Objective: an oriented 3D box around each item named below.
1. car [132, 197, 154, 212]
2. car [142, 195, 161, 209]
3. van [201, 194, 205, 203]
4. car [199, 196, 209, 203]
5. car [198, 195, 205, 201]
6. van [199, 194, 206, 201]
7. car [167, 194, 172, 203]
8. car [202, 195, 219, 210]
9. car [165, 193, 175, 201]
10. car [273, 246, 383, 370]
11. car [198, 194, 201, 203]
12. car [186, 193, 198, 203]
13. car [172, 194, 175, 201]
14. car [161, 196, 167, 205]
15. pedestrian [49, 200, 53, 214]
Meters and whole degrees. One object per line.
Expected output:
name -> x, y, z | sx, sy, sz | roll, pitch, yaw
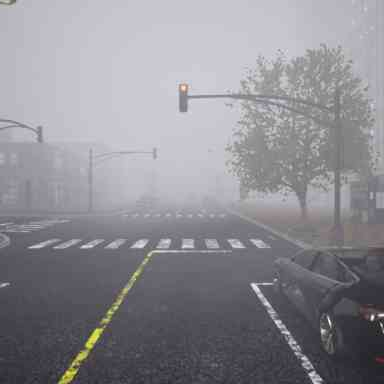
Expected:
car -> -5.749, 1.584, 38.186 | 1.802, 1.307, 4.206 | 0, 0, 0
car -> -5.757, 1.318, 43.737 | 2.192, 1.841, 5.009 | 0, 0, 0
van -> 2.614, 1.345, 49.305 | 1.690, 1.788, 3.998 | 0, 0, 0
car -> 2.577, 1.572, 71.509 | 1.947, 1.339, 4.313 | 0, 0, 0
car -> 2.549, 1.534, 88.332 | 1.752, 1.417, 4.829 | 0, 0, 0
van -> 2.560, 1.349, 82.611 | 1.690, 1.788, 3.998 | 0, 0, 0
car -> -5.804, 1.532, 71.322 | 1.752, 1.417, 4.829 | 0, 0, 0
car -> 2.622, 1.528, 43.923 | 1.752, 1.417, 4.829 | 0, 0, 0
car -> -5.831, 1.324, 88.145 | 2.192, 1.841, 5.009 | 0, 0, 0
car -> 2.686, 1.566, 5.724 | 1.947, 1.339, 4.313 | 0, 0, 0
car -> 2.595, 1.556, 60.407 | 2.008, 1.369, 4.403 | 0, 0, 0
car -> -0.009, 1.224, 68.492 | 2.150, 2.045, 5.566 | 0, 0, 0
car -> -5.822, 1.558, 82.594 | 2.008, 1.369, 4.403 | 0, 0, 0
car -> -5.776, 1.555, 54.839 | 2.008, 1.369, 4.403 | 0, 0, 0
pedestrian -> -12.798, 1.319, 30.178 | 0.375, 1.300, 0.375 | 0, -1, -1
